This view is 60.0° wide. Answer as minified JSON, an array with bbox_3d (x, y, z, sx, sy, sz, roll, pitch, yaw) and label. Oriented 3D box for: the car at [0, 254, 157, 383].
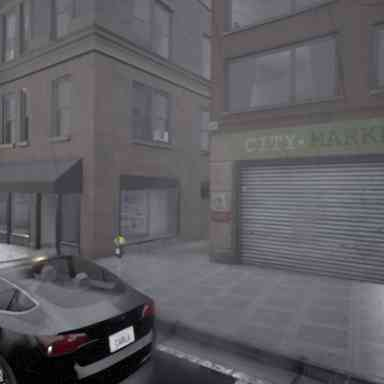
[{"bbox_3d":[-2.417,1.576,4.692,4.313,1.339,1.947,0,1,36],"label":"car"}]
